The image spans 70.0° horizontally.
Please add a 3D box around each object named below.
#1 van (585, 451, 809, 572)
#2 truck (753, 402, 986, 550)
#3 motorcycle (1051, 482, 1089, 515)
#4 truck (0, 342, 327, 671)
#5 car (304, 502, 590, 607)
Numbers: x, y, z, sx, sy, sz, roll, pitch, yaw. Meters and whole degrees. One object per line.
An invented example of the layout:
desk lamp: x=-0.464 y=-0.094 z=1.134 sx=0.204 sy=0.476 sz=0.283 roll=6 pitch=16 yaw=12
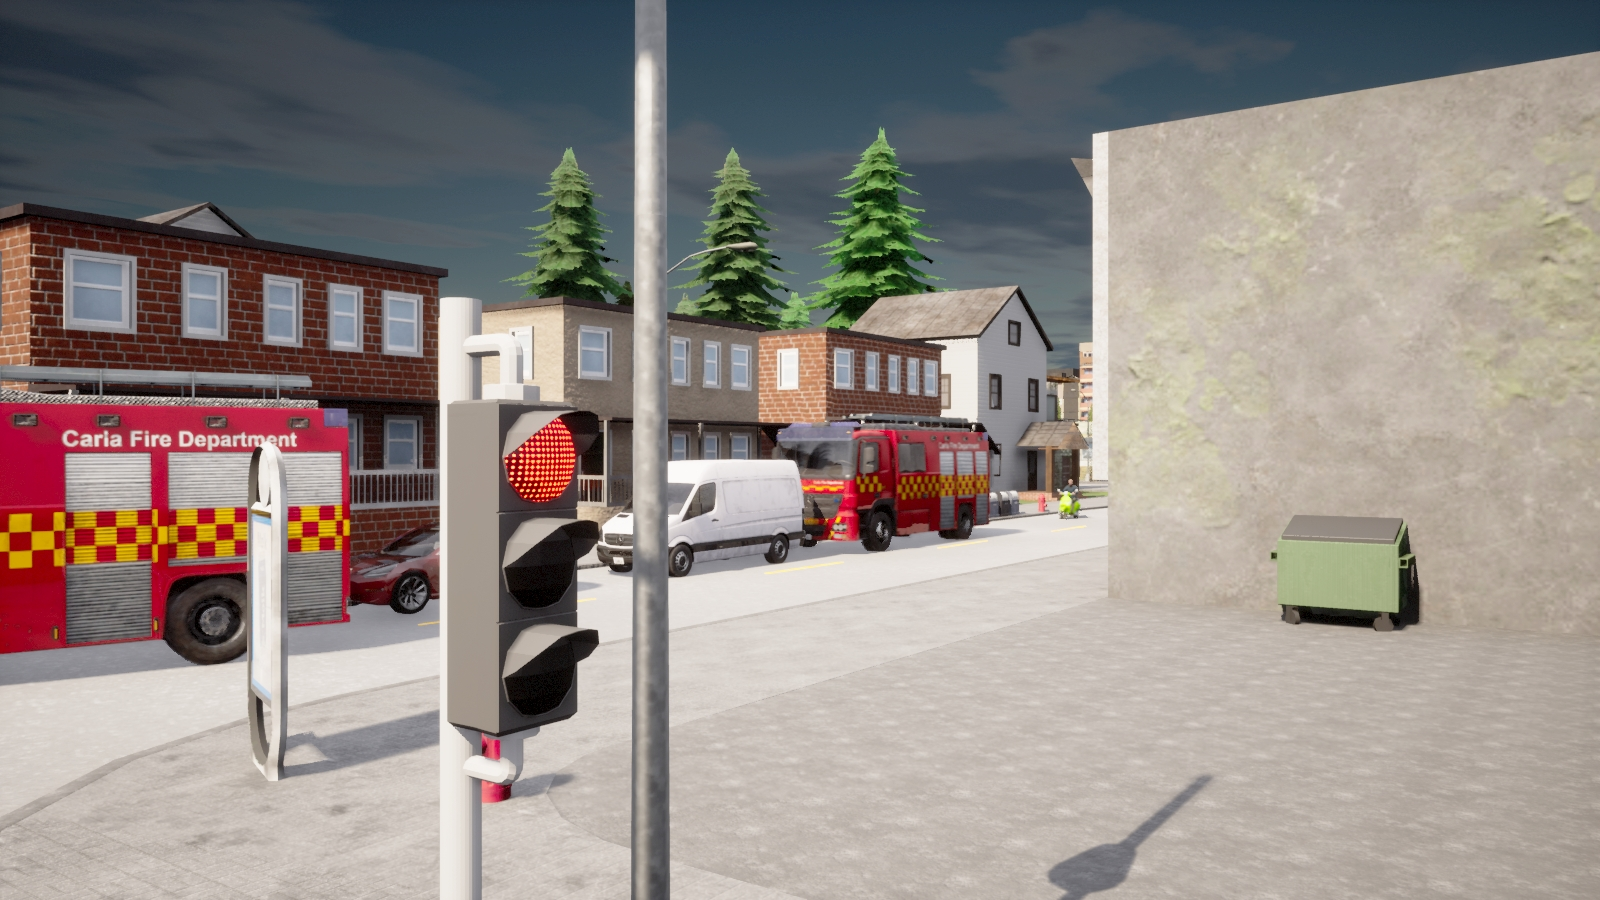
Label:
van: x=-2.273 y=1.307 z=27.238 sx=1.988 sy=2.561 sz=5.915 roll=0 pitch=0 yaw=35
truck: x=2.330 y=0.663 z=33.798 sx=2.891 sy=3.827 sz=8.468 roll=0 pitch=0 yaw=35
motorcycle: x=10.872 y=1.955 z=45.993 sx=0.856 sy=1.236 sz=1.805 roll=0 pitch=0 yaw=35
truck: x=-10.655 y=0.661 z=14.066 sx=8.468 sy=3.827 sz=2.891 roll=0 pitch=0 yaw=-37
car: x=-6.418 y=1.835 z=21.327 sx=2.163 sy=1.488 sz=4.792 roll=0 pitch=0 yaw=35
